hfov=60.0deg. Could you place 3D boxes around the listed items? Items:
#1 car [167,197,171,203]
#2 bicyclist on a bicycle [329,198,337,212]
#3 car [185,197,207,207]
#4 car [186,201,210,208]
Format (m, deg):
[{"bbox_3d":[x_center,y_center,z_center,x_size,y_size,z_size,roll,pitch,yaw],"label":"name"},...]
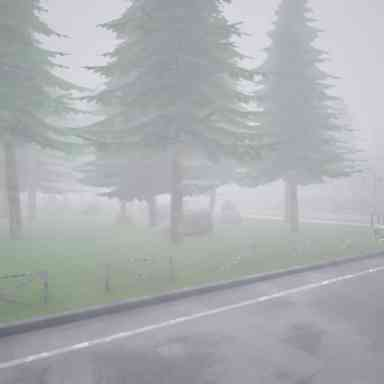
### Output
[{"bbox_3d":[-3.645,1.666,68.428,1.882,1.535,5.008,0,0,-20],"label":"car"},{"bbox_3d":[16.881,1.549,39.807,1.656,1.620,0.582,0,0,-35],"label":"bicyclist on a bicycle"},{"bbox_3d":[0.637,1.685,58.909,1.882,1.535,5.008,0,0,-26],"label":"car"},{"bbox_3d":[1.211,1.555,50.182,2.097,1.767,4.553,0,0,-29],"label":"car"}]
